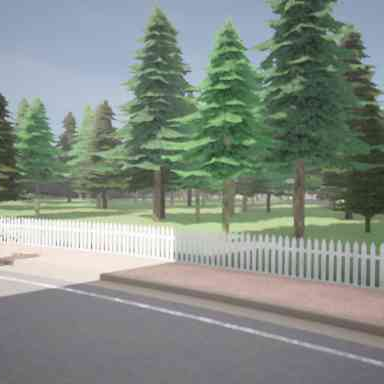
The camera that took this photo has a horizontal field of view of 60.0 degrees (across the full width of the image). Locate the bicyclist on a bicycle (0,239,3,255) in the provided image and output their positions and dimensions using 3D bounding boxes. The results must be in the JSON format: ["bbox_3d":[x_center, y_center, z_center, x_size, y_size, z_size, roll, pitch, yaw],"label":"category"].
[{"bbox_3d":[-5.944,1.238,9.102,0.582,1.620,1.656,1,7,22],"label":"bicyclist on a bicycle"}]
